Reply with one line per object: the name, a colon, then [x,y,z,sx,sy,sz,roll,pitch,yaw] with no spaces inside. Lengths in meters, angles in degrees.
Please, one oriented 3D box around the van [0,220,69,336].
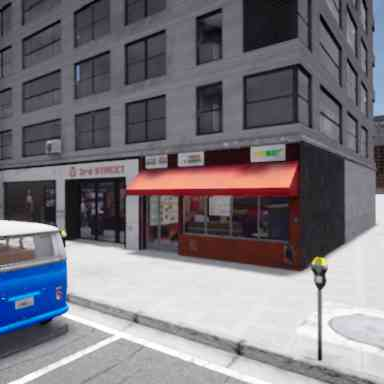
van: [-3.929,1.383,5.897,3.998,1.788,1.690,0,0,36]
